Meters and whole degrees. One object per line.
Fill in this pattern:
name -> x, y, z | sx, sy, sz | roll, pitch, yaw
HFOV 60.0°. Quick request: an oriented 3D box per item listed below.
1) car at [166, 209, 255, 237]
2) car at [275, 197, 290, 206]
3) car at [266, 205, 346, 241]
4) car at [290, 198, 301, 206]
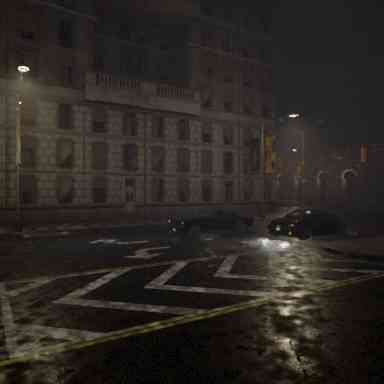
car -> 1.010, 1.601, 17.975 | 4.718, 1.301, 1.895 | 0, 0, -31
car -> 11.703, 1.549, 50.586 | 2.033, 1.411, 5.357 | 0, 0, -32
car -> 5.778, 1.564, 16.757 | 4.181, 1.385, 1.994 | 0, 0, -31
car -> 14.846, 1.528, 52.168 | 1.812, 1.442, 4.674 | 0, 0, -31
